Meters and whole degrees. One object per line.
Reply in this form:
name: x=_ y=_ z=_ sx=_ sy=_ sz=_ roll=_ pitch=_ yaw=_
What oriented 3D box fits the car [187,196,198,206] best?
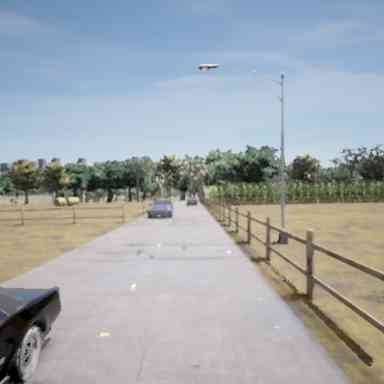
car: x=0.024 y=1.715 z=58.660 sx=2.128 sy=1.511 sz=4.902 roll=0 pitch=-1 yaw=0

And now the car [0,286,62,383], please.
car: x=-2.842 y=1.598 z=2.662 sx=1.895 sy=1.301 sz=4.718 roll=0 pitch=0 yaw=0

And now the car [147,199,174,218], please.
car: x=-2.747 y=1.401 z=30.136 sx=2.097 sy=1.767 sz=4.553 roll=0 pitch=0 yaw=0

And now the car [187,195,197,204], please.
car: x=0.028 y=1.589 z=69.059 sx=2.097 sy=1.767 sz=4.553 roll=0 pitch=-1 yaw=0
